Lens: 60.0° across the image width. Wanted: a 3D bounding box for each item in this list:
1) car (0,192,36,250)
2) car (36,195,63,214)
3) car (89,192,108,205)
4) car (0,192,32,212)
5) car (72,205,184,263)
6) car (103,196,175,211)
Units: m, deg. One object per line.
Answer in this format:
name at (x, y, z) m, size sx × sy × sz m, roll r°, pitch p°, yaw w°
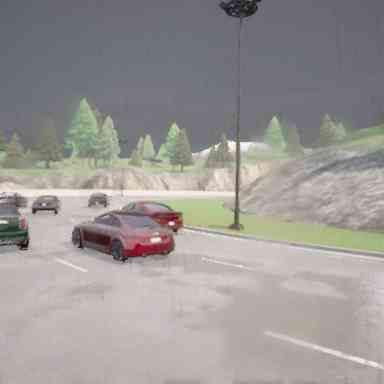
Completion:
car at (-7.464, 1.038, 12.035) m, size 2.097 × 1.767 × 4.553 m, roll 1°, pitch 1°, yaw -39°
car at (-11.674, 0.943, 26.997) m, size 2.033 × 1.411 × 5.357 m, roll 1°, pitch 1°, yaw -17°
car at (-9.813, 0.821, 35.650) m, size 1.837 × 1.490 × 4.892 m, roll 1°, pitch 1°, yaw -7°
car at (-15.685, 0.777, 29.008) m, size 2.128 × 1.511 × 4.902 m, roll 1°, pitch 1°, yaw -14°
car at (-2.452, 1.361, 11.414) m, size 1.994 × 1.385 × 4.181 m, roll 0°, pitch 1°, yaw -43°
car at (-2.429, 1.203, 16.741) m, size 1.882 × 1.535 × 5.008 m, roll 0°, pitch 1°, yaw -38°
